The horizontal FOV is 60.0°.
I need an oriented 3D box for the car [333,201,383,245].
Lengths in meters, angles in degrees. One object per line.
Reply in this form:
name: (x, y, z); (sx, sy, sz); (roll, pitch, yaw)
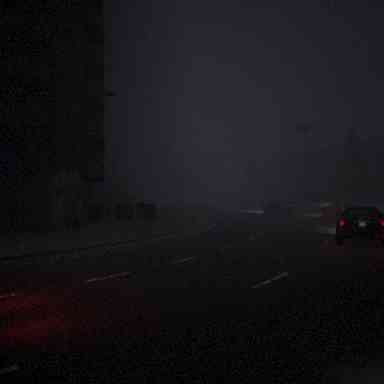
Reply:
car: (8.068, 1.401, 16.002); (2.097, 1.767, 4.553); (-1, 0, 24)

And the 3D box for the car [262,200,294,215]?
car: (9.247, 1.646, 36.150); (2.128, 1.511, 4.902); (0, 0, -11)

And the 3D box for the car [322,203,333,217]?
car: (13.615, 1.576, 30.266); (1.882, 1.535, 5.008); (0, 0, -3)
